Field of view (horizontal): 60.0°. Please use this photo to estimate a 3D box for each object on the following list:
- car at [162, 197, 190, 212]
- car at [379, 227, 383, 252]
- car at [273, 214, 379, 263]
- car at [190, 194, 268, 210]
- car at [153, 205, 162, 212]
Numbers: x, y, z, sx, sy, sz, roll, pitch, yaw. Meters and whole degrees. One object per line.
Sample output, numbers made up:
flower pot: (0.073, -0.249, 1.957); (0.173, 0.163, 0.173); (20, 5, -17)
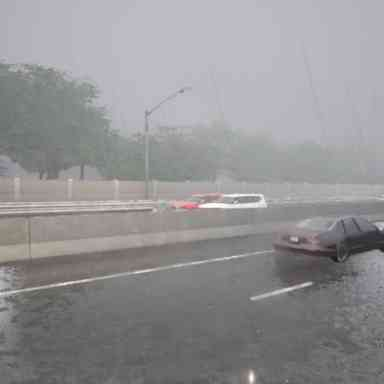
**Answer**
car: (0.795, 1.155, 26.049); (5.566, 2.045, 2.150); (0, 0, -35)
car: (7.067, 1.518, 8.785); (4.181, 1.385, 1.994); (0, 0, -35)
car: (5.214, 1.501, 11.760); (5.357, 1.411, 2.033); (0, 0, -35)
car: (2.897, 1.154, 23.250); (5.566, 2.045, 2.150); (0, 0, -35)
car: (-1.109, 1.424, 28.989); (4.902, 1.511, 2.128); (0, 0, -35)
